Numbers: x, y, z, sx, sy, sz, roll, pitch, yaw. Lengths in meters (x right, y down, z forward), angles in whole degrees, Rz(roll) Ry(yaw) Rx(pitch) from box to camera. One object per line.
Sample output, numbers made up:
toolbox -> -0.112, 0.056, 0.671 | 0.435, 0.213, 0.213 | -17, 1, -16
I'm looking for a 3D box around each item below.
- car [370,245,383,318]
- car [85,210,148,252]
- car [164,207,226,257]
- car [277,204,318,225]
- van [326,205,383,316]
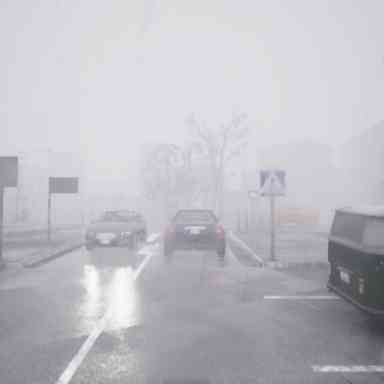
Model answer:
car -> 4.686, 1.443, 2.963 | 5.008, 1.535, 2.097 | 0, 0, 0
car -> -3.019, 1.522, 14.108 | 2.128, 1.511, 4.902 | 0, -1, 0
car -> 0.114, 1.362, 13.075 | 2.097, 1.767, 4.553 | 0, -1, 0
car -> 9.529, 2.001, 29.821 | 2.097, 1.767, 4.553 | -3, -4, 43
van -> 4.798, 1.202, 5.737 | 4.442, 1.987, 1.878 | 0, 0, 0
